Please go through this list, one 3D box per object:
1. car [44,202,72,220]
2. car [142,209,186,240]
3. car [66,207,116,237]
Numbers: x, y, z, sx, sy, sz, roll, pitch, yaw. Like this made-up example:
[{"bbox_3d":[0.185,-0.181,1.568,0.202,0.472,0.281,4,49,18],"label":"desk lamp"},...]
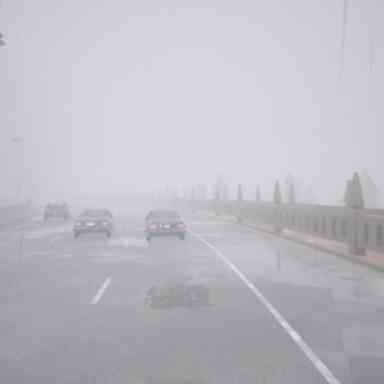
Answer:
[{"bbox_3d":[-11.435,1.565,28.498,2.128,1.511,4.902,0,0,-16],"label":"car"},{"bbox_3d":[-1.508,1.571,17.120,2.033,1.411,5.357,0,0,-10],"label":"car"},{"bbox_3d":[-5.279,1.587,18.327,2.033,1.411,5.357,0,0,-11],"label":"car"}]
